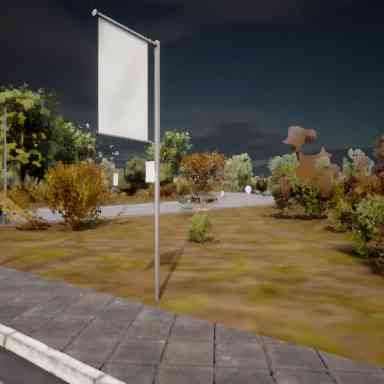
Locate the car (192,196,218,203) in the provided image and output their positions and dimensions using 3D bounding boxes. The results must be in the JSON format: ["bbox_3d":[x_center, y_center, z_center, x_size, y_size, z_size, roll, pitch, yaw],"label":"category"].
[{"bbox_3d":[2.444,1.380,56.919,1.895,1.301,4.718,0,1,37],"label":"car"}]

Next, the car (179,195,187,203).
[{"bbox_3d":[-0.332,1.234,59.049,1.882,1.535,5.008,0,1,37],"label":"car"}]

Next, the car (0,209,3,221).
[{"bbox_3d":[-14.942,1.495,23.926,1.994,1.385,4.181,0,0,39],"label":"car"}]

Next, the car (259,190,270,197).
[{"bbox_3d":[19.265,0.495,86.458,1.994,1.385,4.181,0,1,6],"label":"car"}]
